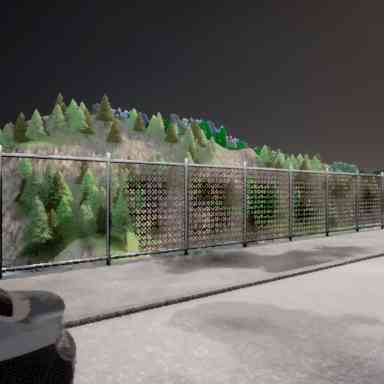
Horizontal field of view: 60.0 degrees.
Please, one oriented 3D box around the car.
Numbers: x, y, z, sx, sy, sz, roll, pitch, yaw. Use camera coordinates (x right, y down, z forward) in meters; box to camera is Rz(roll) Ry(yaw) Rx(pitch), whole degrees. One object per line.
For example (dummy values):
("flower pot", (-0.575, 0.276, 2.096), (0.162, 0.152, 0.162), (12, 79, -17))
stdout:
("car", (-3.348, 1.505, 2.228), (4.892, 1.490, 1.837), (0, 0, -35))
